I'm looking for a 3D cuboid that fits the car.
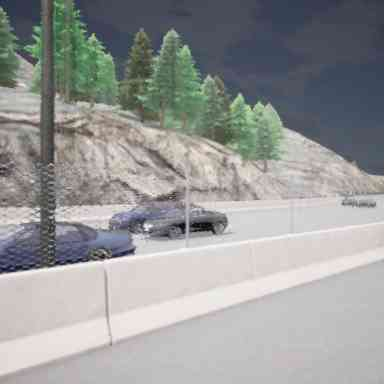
[{"bbox_3d":[-4.314,1.572,9.599,5.357,1.411,2.033,0,0,-36],"label":"car"}]
